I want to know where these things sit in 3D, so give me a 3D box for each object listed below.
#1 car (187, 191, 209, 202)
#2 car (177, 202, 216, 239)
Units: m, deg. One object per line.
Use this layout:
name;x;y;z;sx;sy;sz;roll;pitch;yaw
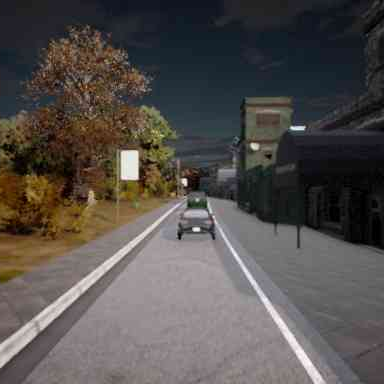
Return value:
car;0.605;0.903;36.187;2.150;2.045;5.566;0;1;2
car;0.237;1.505;17.308;1.812;1.442;4.674;0;1;1
